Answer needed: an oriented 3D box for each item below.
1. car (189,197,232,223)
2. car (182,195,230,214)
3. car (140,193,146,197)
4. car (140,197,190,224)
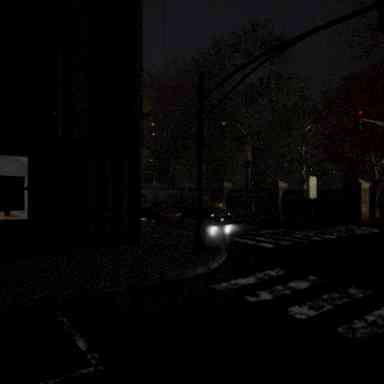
[{"bbox_3d":[0.263,1.229,22.168,2.033,1.411,5.357,0,1,-36],"label":"car"},{"bbox_3d":[1.180,1.106,30.776,1.752,1.417,4.829,1,0,-36],"label":"car"},{"bbox_3d":[-4.899,0.877,29.272,2.097,1.767,4.553,0,1,-36],"label":"car"},{"bbox_3d":[-2.247,1.244,21.238,1.802,1.307,4.206,1,0,-36],"label":"car"}]
